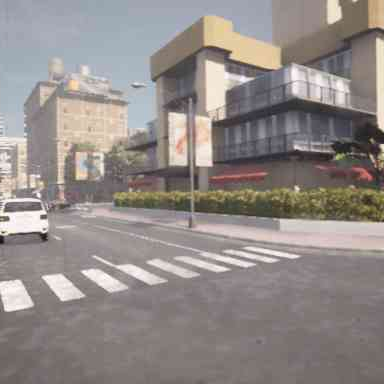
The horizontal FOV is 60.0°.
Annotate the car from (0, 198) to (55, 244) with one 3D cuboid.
[{"bbox_3d":[-8.947,1.363,17.140,2.150,2.045,5.566,-1,0,-34],"label":"car"}]

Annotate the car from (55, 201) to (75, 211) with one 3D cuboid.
[{"bbox_3d":[-18.011,1.874,45.013,1.895,1.301,4.718,-1,0,19],"label":"car"}]
